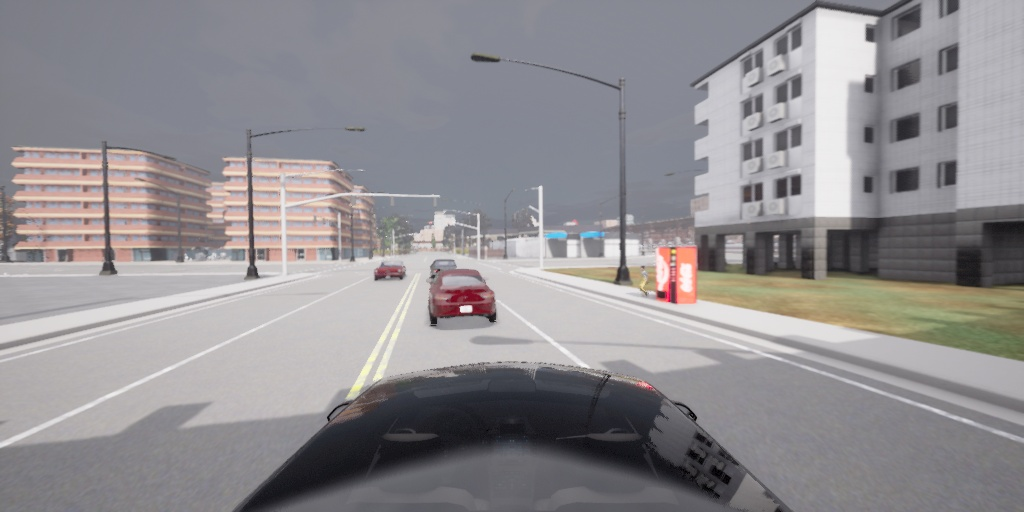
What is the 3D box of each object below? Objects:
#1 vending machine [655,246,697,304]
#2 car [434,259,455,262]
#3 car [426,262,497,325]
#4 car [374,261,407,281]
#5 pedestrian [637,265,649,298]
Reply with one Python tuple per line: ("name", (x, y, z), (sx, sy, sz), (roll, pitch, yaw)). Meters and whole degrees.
("vending machine", (5.612, 0.661, 12.310), (1.100, 2.100, 0.880), (0, 0, -13))
("car", (-4.525, 0.893, 23.913), (2.033, 1.411, 5.357), (-1, 1, -13))
("car", (-1.630, 1.101, 11.107), (1.812, 1.442, 4.674), (-1, 1, -12))
("car", (-8.564, 1.017, 25.441), (1.895, 1.301, 4.718), (-1, 1, -13))
("pedestrian", (4.895, 0.880, 13.200), (0.375, 1.300, 0.375), (-1, 1, -13))
